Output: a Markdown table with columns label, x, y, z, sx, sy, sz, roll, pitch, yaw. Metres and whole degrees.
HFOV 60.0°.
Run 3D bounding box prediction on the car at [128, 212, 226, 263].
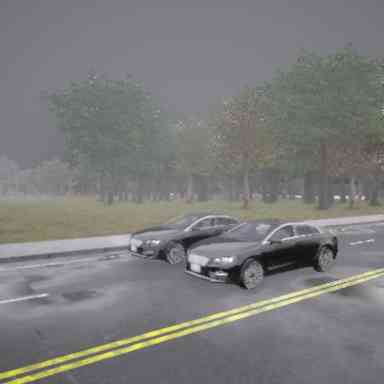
| label | x | y | z | sx | sy | sz | roll | pitch | yaw |
| --- | --- | --- | --- | --- | --- | --- | --- | --- | --- |
| car | 0.182 | 1.500 | 11.800 | 4.902 | 1.511 | 2.128 | 0 | 0 | -35 |

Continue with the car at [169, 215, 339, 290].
| label | x | y | z | sx | sy | sz | roll | pitch | yaw |
| --- | --- | --- | --- | --- | --- | --- | --- | --- | --- |
| car | 2.076 | 1.500 | 9.159 | 4.902 | 1.511 | 2.128 | 0 | 0 | -35 |
